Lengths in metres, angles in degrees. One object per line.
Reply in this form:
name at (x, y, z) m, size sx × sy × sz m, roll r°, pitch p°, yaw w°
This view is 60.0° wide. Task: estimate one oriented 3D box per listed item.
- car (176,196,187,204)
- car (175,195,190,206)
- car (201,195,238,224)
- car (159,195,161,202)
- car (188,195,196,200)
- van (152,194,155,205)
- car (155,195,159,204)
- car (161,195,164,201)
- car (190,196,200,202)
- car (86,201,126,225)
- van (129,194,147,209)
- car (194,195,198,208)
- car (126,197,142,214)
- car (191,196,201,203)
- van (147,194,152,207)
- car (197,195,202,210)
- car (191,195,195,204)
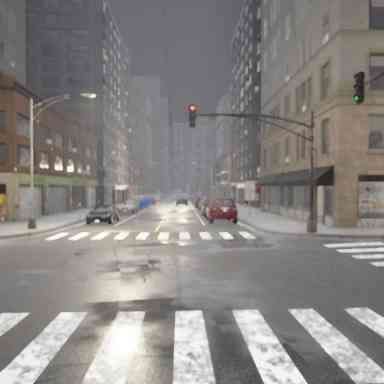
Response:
car at (-1.940, 1.519, 64.340) m, size 2.033 × 1.411 × 5.357 m, roll 0°, pitch 0°, yaw -2°
car at (-1.620, 1.485, 53.923) m, size 1.837 × 1.490 × 4.892 m, roll 0°, pitch 0°, yaw -2°
car at (2.129, 1.309, 24.589) m, size 2.192 × 1.841 × 5.009 m, roll -1°, pitch 0°, yaw -2°
car at (-7.592, 1.414, 63.410) m, size 1.967 × 1.590 × 4.097 m, roll -1°, pitch 0°, yaw -2°
car at (0.089, 1.493, 91.589) m, size 2.008 × 1.369 × 4.403 m, roll -1°, pitch 0°, yaw -2°
van at (-7.250, 1.324, 52.244) m, size 1.690 × 1.788 × 3.998 m, roll -1°, pitch 0°, yaw -2°
car at (-7.422, 1.293, 57.827) m, size 2.192 × 1.841 × 5.009 m, roll -1°, pitch 0°, yaw -2°
car at (-7.935, 1.403, 74.576) m, size 1.967 × 1.590 × 4.097 m, roll -1°, pitch 0°, yaw -2°
car at (0.600, 1.512, 74.839) m, size 2.008 × 1.369 × 4.403 m, roll -1°, pitch 0°, yaw -2°
car at (-6.390, 1.562, 24.328) m, size 1.947 × 1.339 × 4.313 m, roll -1°, pitch 0°, yaw -2°
van at (-6.907, 1.331, 41.077) m, size 1.690 × 1.788 × 3.998 m, roll -1°, pitch 0°, yaw -2°
car at (1.615, 1.513, 41.509) m, size 1.752 × 1.417 × 4.829 m, roll -1°, pitch 0°, yaw -2°
car at (-6.728, 1.518, 35.324) m, size 1.752 × 1.417 × 4.829 m, roll -1°, pitch 0°, yaw -2°
car at (0.770, 1.532, 69.256) m, size 1.947 × 1.339 × 4.313 m, roll -1°, pitch 0°, yaw -2°
van at (-7.079, 1.328, 46.661) m, size 1.690 × 1.788 × 3.998 m, roll -1°, pitch 0°, yaw -2°
car at (1.958, 1.307, 30.173) m, size 2.192 × 1.841 × 5.009 m, roll -1°, pitch 0°, yaw -2°
car at (1.448, 1.299, 46.922) m, size 2.192 × 1.841 × 5.009 m, roll -1°, pitch 0°, yaw -2°
